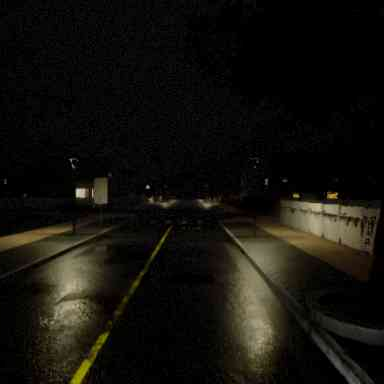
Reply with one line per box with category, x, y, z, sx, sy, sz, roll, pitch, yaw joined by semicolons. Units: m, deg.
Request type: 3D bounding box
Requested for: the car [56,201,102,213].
car;-12.293;1.631;36.407;4.718;1.301;1.895;0;-1;14
